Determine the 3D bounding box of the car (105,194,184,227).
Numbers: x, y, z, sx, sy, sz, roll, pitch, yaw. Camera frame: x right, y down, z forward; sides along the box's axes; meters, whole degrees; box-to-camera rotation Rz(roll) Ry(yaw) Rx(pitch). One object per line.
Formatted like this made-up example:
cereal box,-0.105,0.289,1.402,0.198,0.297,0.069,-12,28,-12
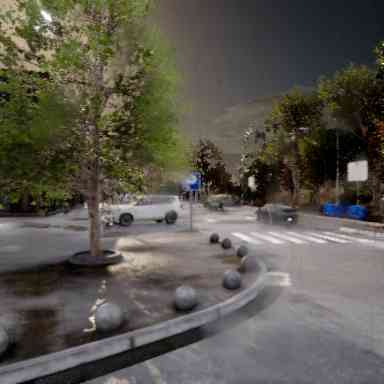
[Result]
car,-3.290,1.265,23.586,5.566,2.045,2.435,-1,0,-30

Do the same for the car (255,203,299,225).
car,6.157,1.578,24.593,1.837,1.490,4.892,0,0,-9

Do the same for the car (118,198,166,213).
car,-5.766,1.537,38.417,5.008,1.535,2.097,-1,0,-29

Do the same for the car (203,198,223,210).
car,2.811,1.594,44.668,2.128,1.511,4.902,0,0,-10

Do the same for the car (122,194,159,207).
car,-8.705,1.320,56.212,5.566,2.045,2.435,-1,0,-29

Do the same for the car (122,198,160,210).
car,-6.764,1.586,44.345,4.674,1.452,2.002,-1,0,-29

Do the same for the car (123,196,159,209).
car,-7.225,1.425,47.319,4.553,1.767,2.185,-1,0,-29

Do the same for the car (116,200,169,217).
car,-4.785,1.568,32.495,4.674,1.452,2.002,-1,0,-30

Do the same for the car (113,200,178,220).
car,-4.116,1.520,29.625,5.366,1.575,1.946,-1,0,-30

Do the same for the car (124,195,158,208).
car,-7.716,1.431,50.280,4.553,1.767,2.185,-1,0,-29

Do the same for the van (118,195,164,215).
van,-5.379,1.308,35.395,4.442,1.987,1.878,-1,0,-30

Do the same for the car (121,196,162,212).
car,-6.302,1.416,41.373,4.553,1.767,2.185,-1,0,-30

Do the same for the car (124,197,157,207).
car,-8.214,1.594,53.252,4.792,1.488,2.163,-1,0,-29
